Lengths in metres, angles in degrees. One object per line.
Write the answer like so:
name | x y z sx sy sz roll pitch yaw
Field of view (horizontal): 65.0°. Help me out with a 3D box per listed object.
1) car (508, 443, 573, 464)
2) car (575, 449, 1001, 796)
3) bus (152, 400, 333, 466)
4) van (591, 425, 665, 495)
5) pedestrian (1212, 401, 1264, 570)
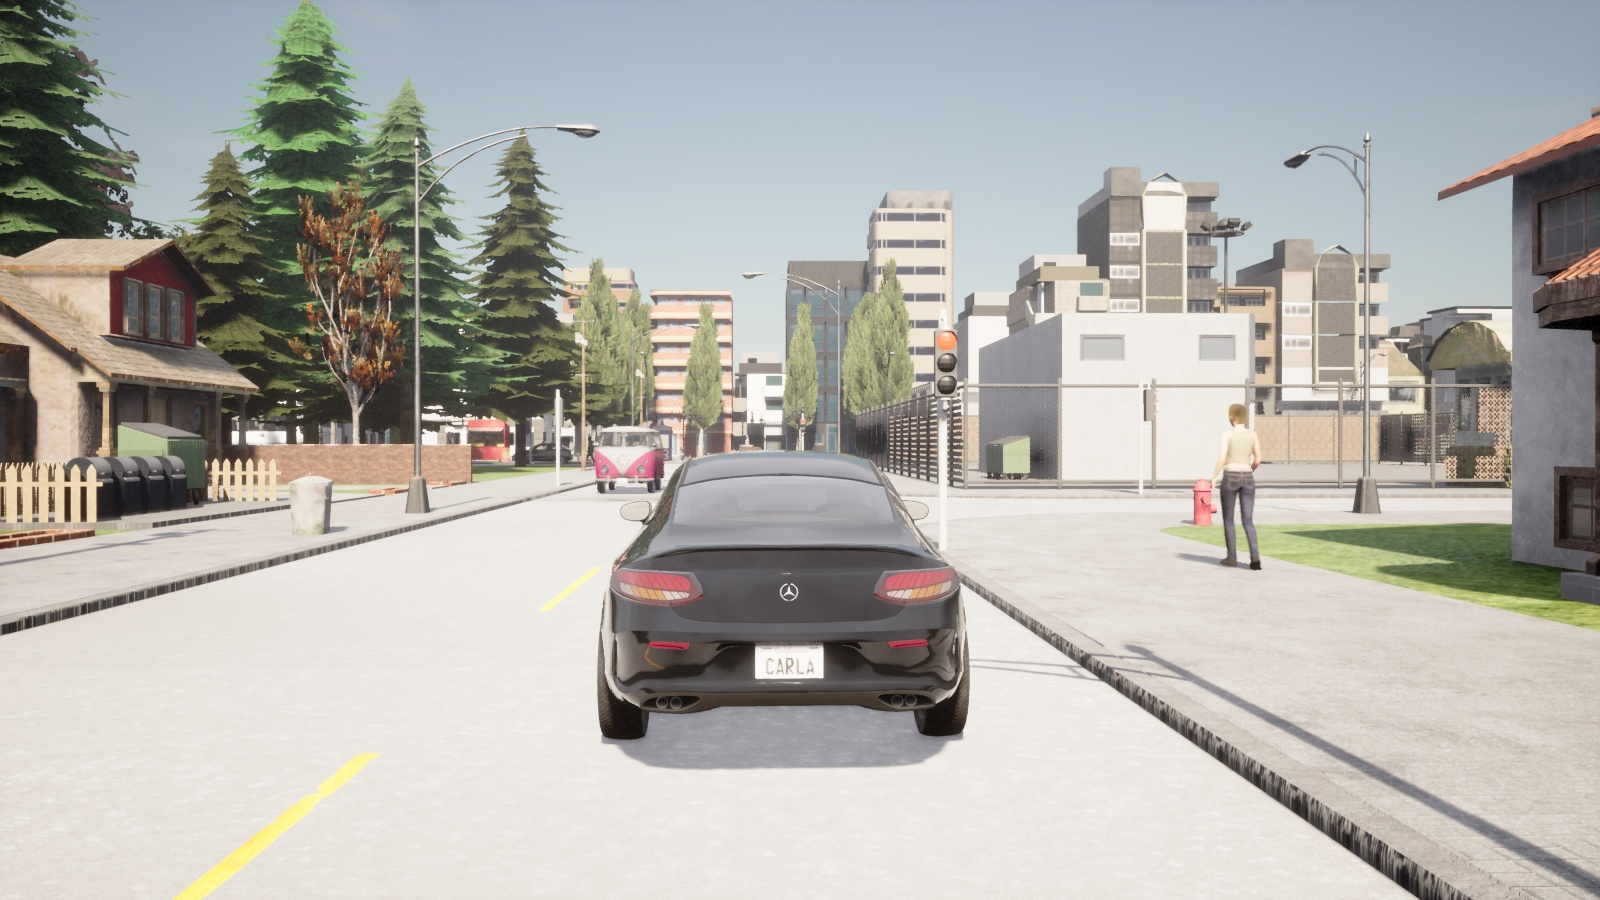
car | -18.175 0.249 87.972 4.193 1.474 1.816 0 0 -2
car | -0.142 0.729 7.674 1.812 1.442 4.674 0 0 -2
bus | -36.825 -1.130 83.327 10.273 4.253 3.944 0 0 -2
van | -5.152 0.280 38.087 1.775 1.987 4.442 0 0 -2
pedestrian | 4.864 0.381 13.958 0.345 1.836 0.594 0 0 -2
